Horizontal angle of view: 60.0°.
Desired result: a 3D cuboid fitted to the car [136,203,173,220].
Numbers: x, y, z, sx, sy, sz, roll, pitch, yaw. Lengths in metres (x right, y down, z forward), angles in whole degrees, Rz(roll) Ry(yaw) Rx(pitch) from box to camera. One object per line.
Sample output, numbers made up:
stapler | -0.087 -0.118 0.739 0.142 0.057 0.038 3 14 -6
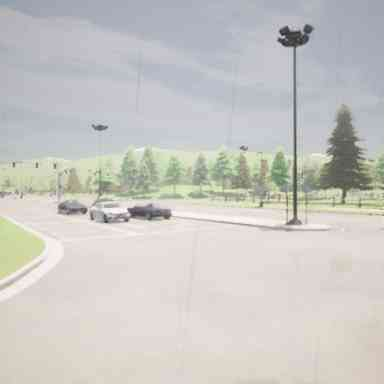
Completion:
car | -3.509 1.542 27.376 1.895 1.301 4.718 0 0 -35

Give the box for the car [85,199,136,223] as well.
car | -6.323 1.483 25.318 1.812 1.442 4.674 0 0 -35

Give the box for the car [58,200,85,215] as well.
car | -12.179 1.504 33.745 2.033 1.411 5.357 0 0 -34
